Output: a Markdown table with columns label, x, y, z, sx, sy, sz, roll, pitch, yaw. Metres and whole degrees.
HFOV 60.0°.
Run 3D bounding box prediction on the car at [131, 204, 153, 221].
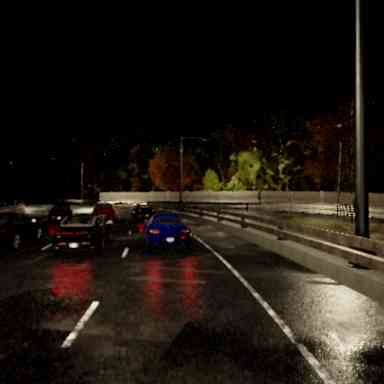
| label | x | y | z | sx | sy | sz | roll | pitch | yaw |
| --- | --- | --- | --- | --- | --- | --- | --- | --- | --- |
| car | -4.500 | 1.829 | 30.636 | 2.128 | 1.511 | 4.902 | 0 | 0 | -16 |

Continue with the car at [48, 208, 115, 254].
| label | x | y | z | sx | sy | sz | roll | pitch | yaw |
| --- | --- | --- | --- | --- | --- | --- | --- | --- | --- |
| car | -4.588 | 1.668 | 14.343 | 1.837 | 1.490 | 4.892 | 0 | 0 | -8 |

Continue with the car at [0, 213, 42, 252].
| label | x | y | z | sx | sy | sz | roll | pitch | yaw |
| --- | --- | --- | --- | --- | --- | --- | --- | --- | --- |
| car | -8.171 | 1.645 | 14.650 | 1.882 | 1.535 | 5.008 | 0 | 0 | -8 |

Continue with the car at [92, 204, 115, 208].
| label | x | y | z | sx | sy | sz | roll | pitch | yaw |
| --- | --- | --- | --- | --- | --- | --- | --- | --- | --- |
| car | -8.091 | 1.815 | 30.430 | 1.882 | 1.535 | 5.008 | 0 | 0 | -17 |

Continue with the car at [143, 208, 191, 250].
| label | x | y | z | sx | sy | sz | roll | pitch | yaw |
| --- | --- | --- | --- | --- | --- | --- | --- | --- | --- |
| car | -1.173 | 1.691 | 15.170 | 1.812 | 1.442 | 4.674 | 0 | 0 | -8 |

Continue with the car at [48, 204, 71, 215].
| label | x | y | z | sx | sy | sz | roll | pitch | yaw |
| --- | --- | --- | --- | --- | --- | --- | --- | --- | --- |
| car | -11.258 | 1.831 | 28.812 | 1.837 | 1.490 | 4.892 | 0 | 0 | -16 |
